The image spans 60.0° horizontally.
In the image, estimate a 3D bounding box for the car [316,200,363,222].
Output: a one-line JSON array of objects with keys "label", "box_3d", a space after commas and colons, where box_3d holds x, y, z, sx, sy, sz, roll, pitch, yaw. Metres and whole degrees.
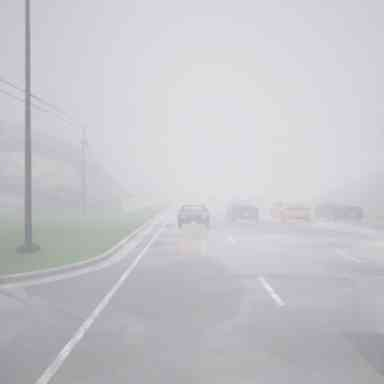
[{"label": "car", "box_3d": [10.599, 1.310, 24.488, 1.882, 1.535, 5.008, 0, 0, 0]}]

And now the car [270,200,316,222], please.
[{"label": "car", "box_3d": [7.098, 1.310, 24.494, 1.882, 1.535, 5.008, 0, 0, 0]}]

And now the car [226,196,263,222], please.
[{"label": "car", "box_3d": [3.598, 1.310, 24.489, 1.882, 1.535, 5.008, 0, 0, 0]}]

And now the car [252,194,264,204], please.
[{"label": "car", "box_3d": [10.520, 1.137, 54.173, 1.837, 1.490, 4.892, 0, 1, 3]}]

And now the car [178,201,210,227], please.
[{"label": "car", "box_3d": [0.098, 1.454, 21.413, 1.895, 1.301, 4.718, 0, 0, 0]}]

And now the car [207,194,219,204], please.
[{"label": "car", "box_3d": [3.539, 1.129, 55.278, 1.837, 1.490, 4.892, 0, 1, 3]}]

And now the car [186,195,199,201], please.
[{"label": "car", "box_3d": [0.030, 1.186, 55.418, 1.994, 1.385, 4.181, 0, 0, 2]}]
